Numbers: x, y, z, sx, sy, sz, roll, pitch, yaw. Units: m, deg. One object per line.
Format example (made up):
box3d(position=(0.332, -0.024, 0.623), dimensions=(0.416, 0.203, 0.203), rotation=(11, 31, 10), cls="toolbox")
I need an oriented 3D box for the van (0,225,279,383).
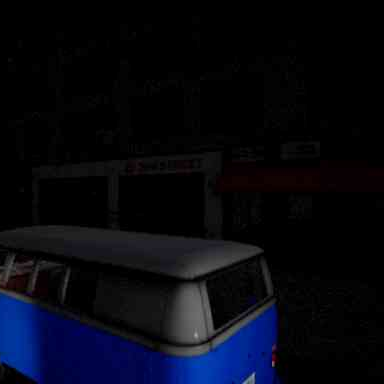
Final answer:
box3d(position=(-1.045, 1.349, 3.824), dimensions=(3.998, 1.788, 1.690), rotation=(0, 0, 36), cls="van")
